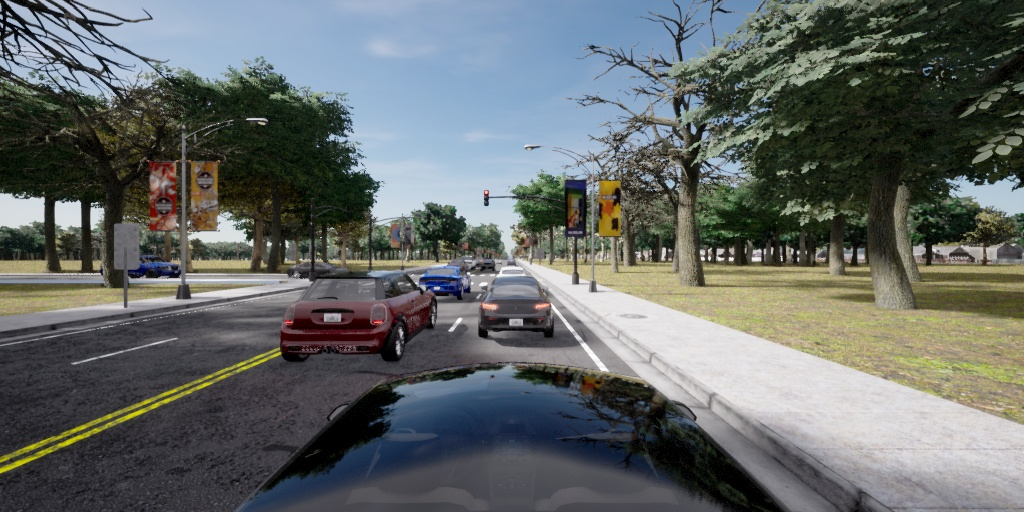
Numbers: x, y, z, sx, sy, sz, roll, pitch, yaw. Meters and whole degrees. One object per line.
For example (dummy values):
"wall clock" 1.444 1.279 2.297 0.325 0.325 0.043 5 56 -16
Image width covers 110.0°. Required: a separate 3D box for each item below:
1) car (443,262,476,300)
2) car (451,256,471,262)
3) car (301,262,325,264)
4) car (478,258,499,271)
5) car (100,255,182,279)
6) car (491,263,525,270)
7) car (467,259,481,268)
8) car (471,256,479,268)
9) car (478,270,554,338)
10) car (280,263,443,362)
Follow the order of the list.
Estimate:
"car" -3.169 1.230 17.737 1.882 1.535 5.008 0 0 1
"car" -6.647 1.116 43.573 2.097 1.767 4.553 0 0 0
"car" -16.150 1.248 30.126 4.892 1.490 1.837 0 0 -3
"car" -3.213 1.272 49.479 1.837 1.490 4.892 0 0 0
"car" -30.804 0.936 29.944 5.566 2.045 2.150 1 0 0
"car" 0.044 1.279 19.214 1.812 1.442 4.674 0 0 0
"car" -6.634 1.259 63.336 1.882 1.535 5.008 0 0 0
"car" -6.656 0.992 53.130 2.150 2.045 5.566 0 0 0
"car" 0.091 1.276 10.111 1.812 1.442 4.674 0 0 0
"car" -3.157 1.102 8.410 2.097 1.767 4.553 0 0 0
